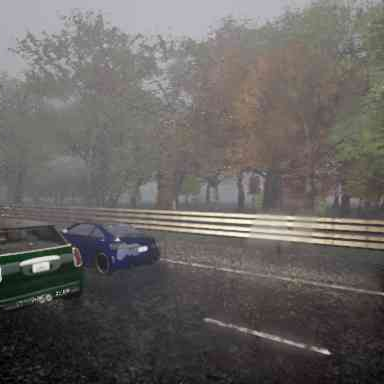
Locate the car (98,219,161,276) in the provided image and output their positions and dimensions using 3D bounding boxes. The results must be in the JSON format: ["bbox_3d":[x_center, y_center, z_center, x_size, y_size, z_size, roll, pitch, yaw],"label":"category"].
[{"bbox_3d":[-2.997,1.562,10.437,4.181,1.385,1.994,0,0,36],"label":"car"}]

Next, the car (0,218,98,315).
[{"bbox_3d":[-4.406,1.350,7.141,4.553,1.767,2.097,0,0,36],"label":"car"}]
